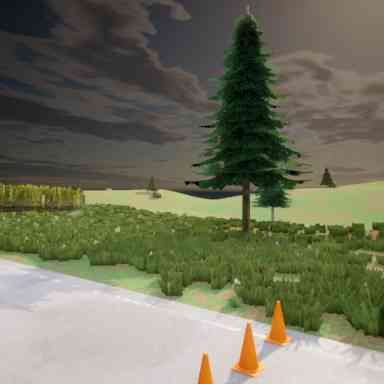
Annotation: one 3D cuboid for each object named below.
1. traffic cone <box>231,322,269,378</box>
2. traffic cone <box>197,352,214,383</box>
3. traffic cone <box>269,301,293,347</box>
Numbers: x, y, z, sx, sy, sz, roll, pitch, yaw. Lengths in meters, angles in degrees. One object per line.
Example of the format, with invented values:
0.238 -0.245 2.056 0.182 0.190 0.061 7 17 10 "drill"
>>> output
0.725 1.955 4.246 0.340 0.580 0.340 0 0 36 "traffic cone"
0.140 1.955 3.434 0.340 0.580 0.340 0 0 36 "traffic cone"
1.310 1.955 5.057 0.340 0.580 0.340 0 0 36 "traffic cone"
